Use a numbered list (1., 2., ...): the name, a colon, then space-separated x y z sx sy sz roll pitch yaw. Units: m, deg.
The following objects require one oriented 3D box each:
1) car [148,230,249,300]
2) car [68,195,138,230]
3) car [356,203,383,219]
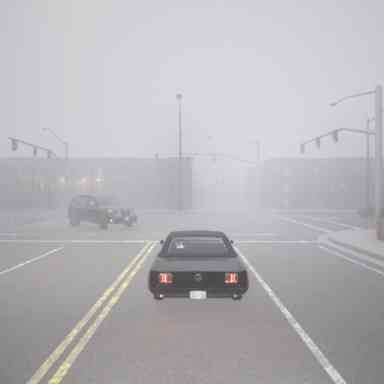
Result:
1. car: 0.122 1.600 8.321 1.895 1.301 4.718 0 0 0
2. car: -5.812 1.218 21.322 5.566 2.045 2.150 0 -1 43
3. car: 16.895 1.598 28.735 4.718 1.301 1.895 0 0 0
